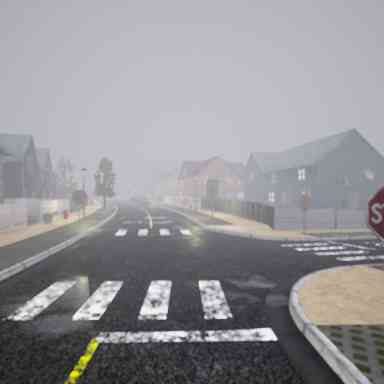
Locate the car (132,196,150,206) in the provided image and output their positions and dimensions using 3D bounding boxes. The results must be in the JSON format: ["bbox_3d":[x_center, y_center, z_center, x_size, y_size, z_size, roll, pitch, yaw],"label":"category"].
[{"bbox_3d":[-8.225,1.555,55.709,2.033,1.411,5.357,0,0,-17],"label":"car"}]

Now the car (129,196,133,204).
[{"bbox_3d":[-11.333,1.508,65.720,1.882,1.535,5.008,0,0,-17],"label":"car"}]
